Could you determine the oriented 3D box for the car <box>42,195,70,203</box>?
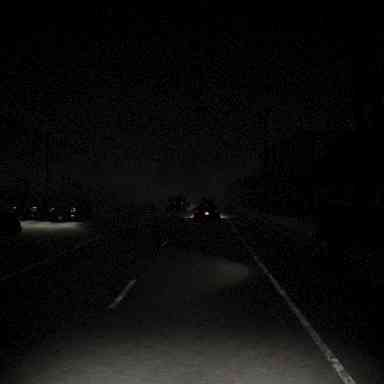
[{"bbox_3d":[-27.861,1.364,68.364,2.038,1.542,4.974,0,0,31],"label":"car"}]

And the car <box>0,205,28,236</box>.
[{"bbox_3d":[-9.997,1.543,15.749,1.994,1.385,4.181,0,0,3],"label":"car"}]

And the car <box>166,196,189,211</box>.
[{"bbox_3d":[-1.784,1.304,39.396,2.097,1.767,4.553,0,0,3],"label":"car"}]

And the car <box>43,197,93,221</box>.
[{"bbox_3d":[-9.545,1.318,26.451,2.097,1.767,4.553,0,0,1],"label":"car"}]

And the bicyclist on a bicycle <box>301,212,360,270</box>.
[{"bbox_3d":[3.901,1.405,9.378,1.656,1.620,0.582,0,0,2],"label":"bicyclist on a bicycle"}]

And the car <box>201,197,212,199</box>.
[{"bbox_3d":[1.873,1.453,42.411,1.837,1.490,4.892,0,0,3],"label":"car"}]

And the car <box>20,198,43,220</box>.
[{"bbox_3d":[-12.963,1.316,27.692,2.097,1.767,4.553,0,0,3],"label":"car"}]

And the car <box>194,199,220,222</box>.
[{"bbox_3d":[1.163,1.532,26.115,1.994,1.385,4.181,0,0,2],"label":"car"}]
